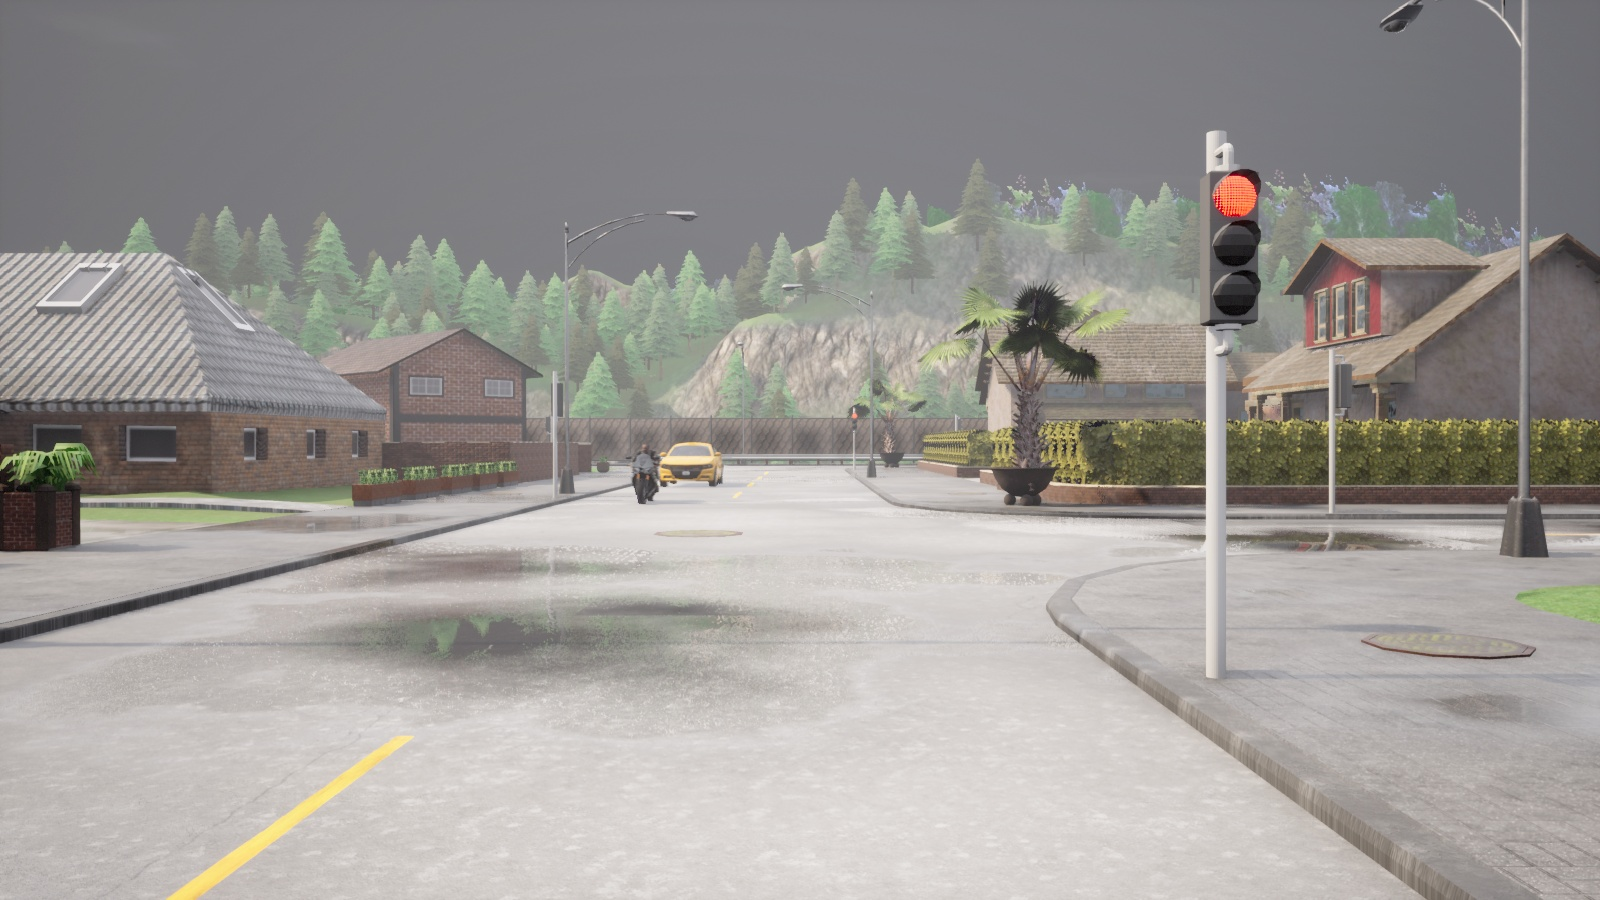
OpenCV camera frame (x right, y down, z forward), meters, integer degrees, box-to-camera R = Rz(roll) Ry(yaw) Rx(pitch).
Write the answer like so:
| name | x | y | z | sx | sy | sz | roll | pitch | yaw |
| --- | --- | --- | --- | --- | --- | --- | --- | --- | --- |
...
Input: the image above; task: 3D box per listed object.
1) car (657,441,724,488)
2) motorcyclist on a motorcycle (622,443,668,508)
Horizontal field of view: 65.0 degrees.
| name | x | y | z | sx | sy | sz | roll | pitch | yaw |
| --- | --- | --- | --- | --- | --- | --- | --- | --- | --- |
| car | -3.752 | 0.474 | 43.790 | 1.882 | 1.535 | 5.008 | 0 | 0 | 0 |
| motorcyclist on a motorcycle | -3.818 | 0.603 | 31.016 | 0.866 | 1.530 | 2.191 | 0 | 0 | 0 |
